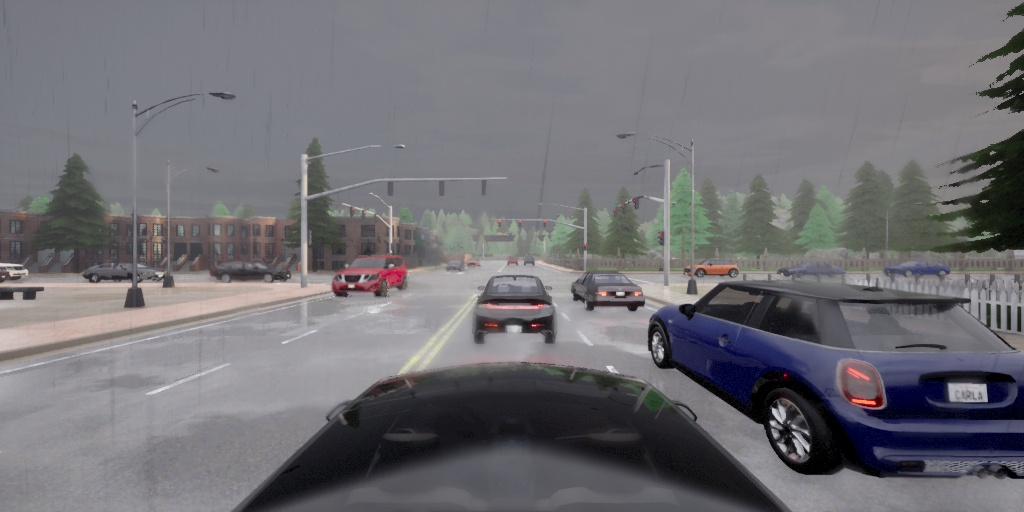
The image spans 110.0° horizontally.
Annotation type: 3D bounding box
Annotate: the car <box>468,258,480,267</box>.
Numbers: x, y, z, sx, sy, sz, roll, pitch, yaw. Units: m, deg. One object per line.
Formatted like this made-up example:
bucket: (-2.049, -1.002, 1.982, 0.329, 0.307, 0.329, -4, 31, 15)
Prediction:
car: (-6.942, 1.101, 64.588, 2.097, 1.767, 4.553, 0, 0, 1)

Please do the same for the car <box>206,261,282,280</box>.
car: (-22.820, 1.228, 30.656, 5.008, 1.535, 1.882, 0, 0, -1)

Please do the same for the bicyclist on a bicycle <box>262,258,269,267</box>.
bicyclist on a bicycle: (-28.748, 1.053, 41.670, 0.582, 1.620, 1.656, 0, 0, -1)

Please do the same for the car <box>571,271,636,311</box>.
car: (3.606, 1.297, 14.376, 2.033, 1.411, 5.357, 0, 0, 0)

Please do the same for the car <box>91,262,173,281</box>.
car: (-31.917, 1.276, 30.224, 4.674, 1.442, 1.812, 0, 0, -7)

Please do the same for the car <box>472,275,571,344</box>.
car: (0.076, 1.242, 9.549, 2.128, 1.511, 4.902, 0, 0, 1)

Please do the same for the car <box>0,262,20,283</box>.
car: (-39.175, 1.228, 25.224, 5.008, 1.535, 1.882, 0, 0, -18)

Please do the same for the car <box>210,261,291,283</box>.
car: (-19.510, 1.228, 27.219, 5.008, 1.535, 1.882, 0, 0, -1)

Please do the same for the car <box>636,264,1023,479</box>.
car: (3.607, 1.102, 4.958, 2.097, 1.767, 4.553, 0, 0, 0)

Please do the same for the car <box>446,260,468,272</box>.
car: (-7.021, 1.254, 44.856, 1.837, 1.490, 4.892, 0, 0, 0)

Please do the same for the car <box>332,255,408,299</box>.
car: (-7.068, 0.971, 18.549, 2.150, 2.045, 5.566, 0, 0, 0)

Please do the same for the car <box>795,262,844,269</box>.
car: (28.289, 1.297, 33.933, 5.357, 1.411, 2.033, 0, 0, 1)

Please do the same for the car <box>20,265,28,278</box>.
car: (-42.179, 0.971, 27.894, 5.566, 2.045, 2.150, 0, 0, -21)

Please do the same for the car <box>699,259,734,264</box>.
car: (18.764, 1.102, 33.963, 4.553, 1.767, 2.097, 0, 0, 0)

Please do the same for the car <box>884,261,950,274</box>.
car: (38.167, 1.228, 33.901, 5.008, 1.535, 1.882, 0, 0, 0)

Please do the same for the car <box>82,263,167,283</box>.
car: (-29.007, 1.241, 26.946, 4.902, 1.511, 2.128, 0, 0, -4)
